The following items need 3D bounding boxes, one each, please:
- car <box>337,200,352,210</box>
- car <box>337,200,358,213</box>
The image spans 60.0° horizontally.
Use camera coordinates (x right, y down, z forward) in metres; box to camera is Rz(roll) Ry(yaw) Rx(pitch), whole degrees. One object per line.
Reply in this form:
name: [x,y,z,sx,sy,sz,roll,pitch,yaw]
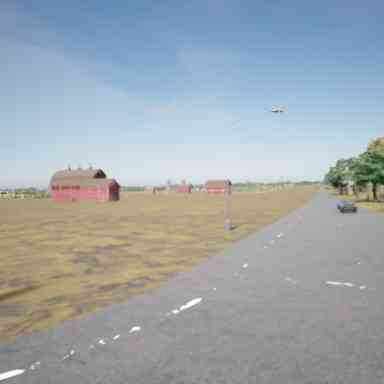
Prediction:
car: [23.971,2.002,52.442,1.812,1.442,4.674,-1,-1,22]
car: [20.290,1.914,43.109,2.128,1.511,4.902,-1,-1,22]
